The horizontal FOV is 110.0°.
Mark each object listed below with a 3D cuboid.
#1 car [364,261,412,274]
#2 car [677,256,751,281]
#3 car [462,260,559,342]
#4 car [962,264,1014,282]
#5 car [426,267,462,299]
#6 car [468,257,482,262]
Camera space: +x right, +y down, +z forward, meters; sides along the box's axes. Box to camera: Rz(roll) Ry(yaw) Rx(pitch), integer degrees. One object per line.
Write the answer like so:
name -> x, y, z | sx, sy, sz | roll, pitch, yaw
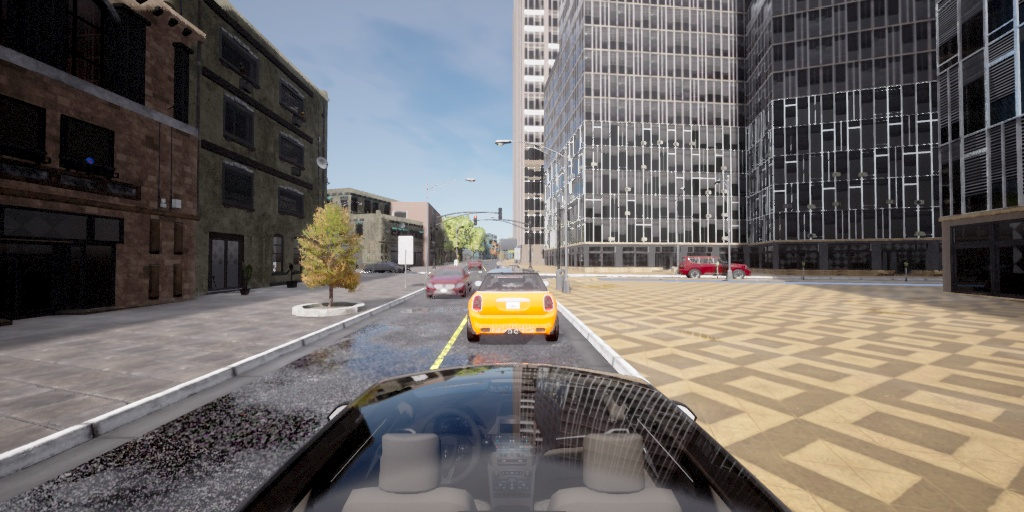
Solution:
car -> -14.065, 1.320, 40.605 | 5.357, 1.411, 2.033 | 0, -1, 18
car -> 15.744, 0.938, 28.235 | 5.009, 1.841, 2.192 | 0, 0, 18
car -> 0.004, 1.105, 9.980 | 2.097, 1.767, 4.553 | 0, 0, 0
car -> 34.939, 1.201, 24.762 | 4.718, 1.301, 1.895 | 0, -1, 18
car -> -3.102, 1.279, 18.287 | 1.812, 1.442, 4.674 | 0, 0, -2
car -> -5.479, 1.240, 53.338 | 1.882, 1.535, 5.008 | 0, 0, -6
